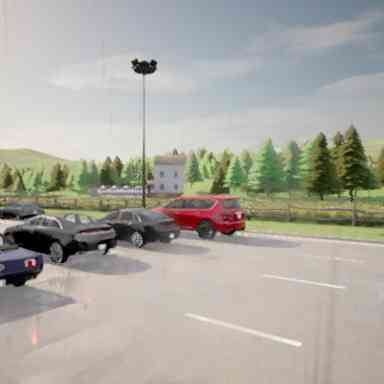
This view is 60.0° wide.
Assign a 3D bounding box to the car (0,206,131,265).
[{"bbox_3d":[-4.740,1.469,11.668,4.902,1.511,2.128,0,0,36],"label":"car"}]

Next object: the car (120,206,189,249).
[{"bbox_3d":[-2.766,1.481,14.559,4.892,1.490,1.837,0,0,36],"label":"car"}]

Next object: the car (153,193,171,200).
[{"bbox_3d":[-8.143,1.082,89.062,4.605,1.855,1.932,0,0,35],"label":"car"}]

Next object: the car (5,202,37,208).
[{"bbox_3d":[-13.665,1.506,26.632,4.181,1.385,1.994,0,0,36],"label":"car"}]

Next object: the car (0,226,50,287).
[{"bbox_3d":[-5.720,1.581,8.068,4.718,1.301,1.895,0,0,36],"label":"car"}]

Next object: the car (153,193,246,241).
[{"bbox_3d":[-0.004,1.200,16.888,5.566,2.045,2.150,0,0,36],"label":"car"}]
